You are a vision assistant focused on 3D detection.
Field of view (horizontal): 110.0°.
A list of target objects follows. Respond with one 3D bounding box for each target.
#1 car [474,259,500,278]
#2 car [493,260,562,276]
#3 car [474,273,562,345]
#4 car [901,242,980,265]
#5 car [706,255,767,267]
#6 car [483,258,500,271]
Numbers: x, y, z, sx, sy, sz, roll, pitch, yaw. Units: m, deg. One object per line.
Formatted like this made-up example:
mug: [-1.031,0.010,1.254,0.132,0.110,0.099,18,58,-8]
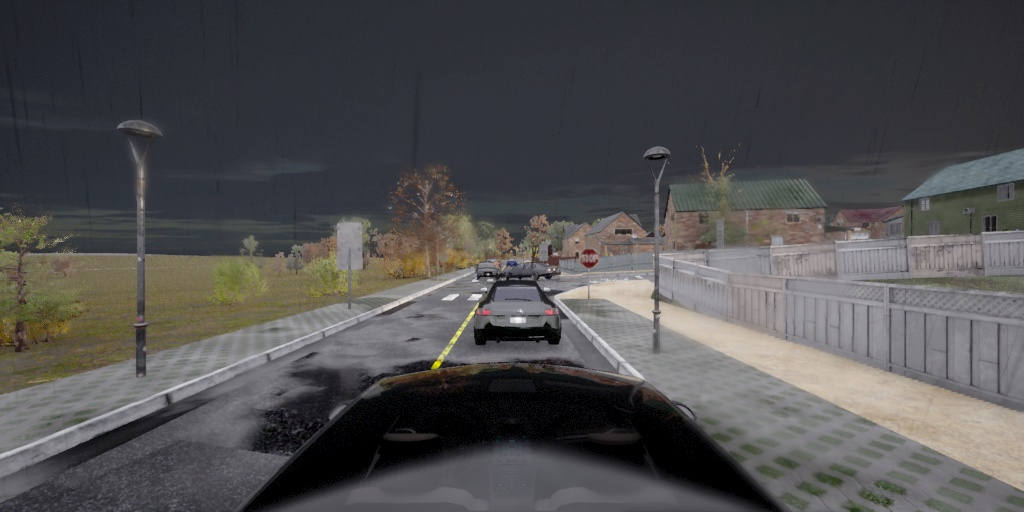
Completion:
car: [-2.264,1.258,31.431,1.837,1.490,4.892,0,0,-8]
car: [1.325,1.198,28.522,5.357,1.411,2.033,-4,-3,43]
car: [0.099,1.313,9.506,1.994,1.385,4.181,0,0,-1]
car: [23.880,-0.208,20.486,4.902,1.511,2.128,-3,0,14]
car: [14.378,0.413,22.904,4.181,1.385,1.994,-3,0,16]
car: [-2.869,1.121,51.249,2.097,1.767,4.553,0,0,1]
